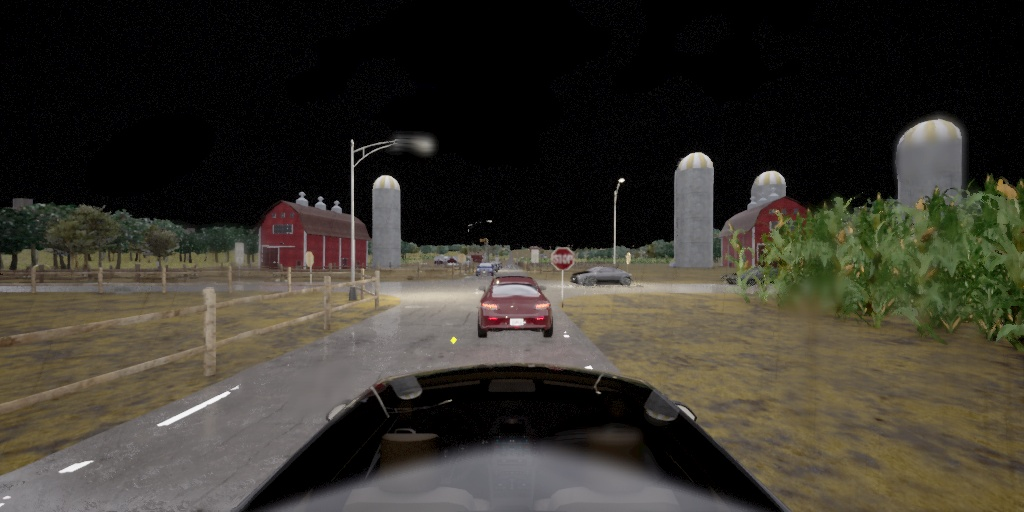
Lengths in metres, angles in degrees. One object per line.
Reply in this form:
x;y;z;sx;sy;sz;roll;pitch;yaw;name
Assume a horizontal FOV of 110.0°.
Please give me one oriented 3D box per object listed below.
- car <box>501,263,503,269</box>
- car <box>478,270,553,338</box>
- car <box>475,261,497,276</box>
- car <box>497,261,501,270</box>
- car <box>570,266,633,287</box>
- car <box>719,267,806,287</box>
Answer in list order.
-2.938;1.566;58.652;1.837;1.490;4.892;0;-1;0;car
0.036;1.284;10.144;1.812;1.442;4.674;0;0;-2;car
-2.917;1.438;39.923;1.812;1.442;4.674;0;0;0;car
-2.930;1.537;48.949;1.994;1.385;4.181;0;0;0;car
6.187;1.406;24.945;4.181;1.385;1.994;0;1;-10;car
17.901;1.468;25.675;5.357;1.411;2.033;0;1;0;car
